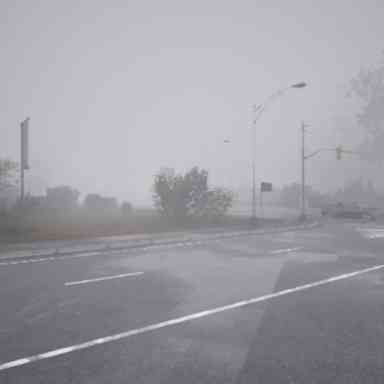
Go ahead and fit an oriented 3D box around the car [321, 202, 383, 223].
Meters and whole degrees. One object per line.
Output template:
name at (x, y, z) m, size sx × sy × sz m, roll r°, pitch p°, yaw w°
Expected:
car at (12.651, 1.536, 26.084) m, size 2.128 × 1.511 × 4.902 m, roll 0°, pitch 0°, yaw -39°
